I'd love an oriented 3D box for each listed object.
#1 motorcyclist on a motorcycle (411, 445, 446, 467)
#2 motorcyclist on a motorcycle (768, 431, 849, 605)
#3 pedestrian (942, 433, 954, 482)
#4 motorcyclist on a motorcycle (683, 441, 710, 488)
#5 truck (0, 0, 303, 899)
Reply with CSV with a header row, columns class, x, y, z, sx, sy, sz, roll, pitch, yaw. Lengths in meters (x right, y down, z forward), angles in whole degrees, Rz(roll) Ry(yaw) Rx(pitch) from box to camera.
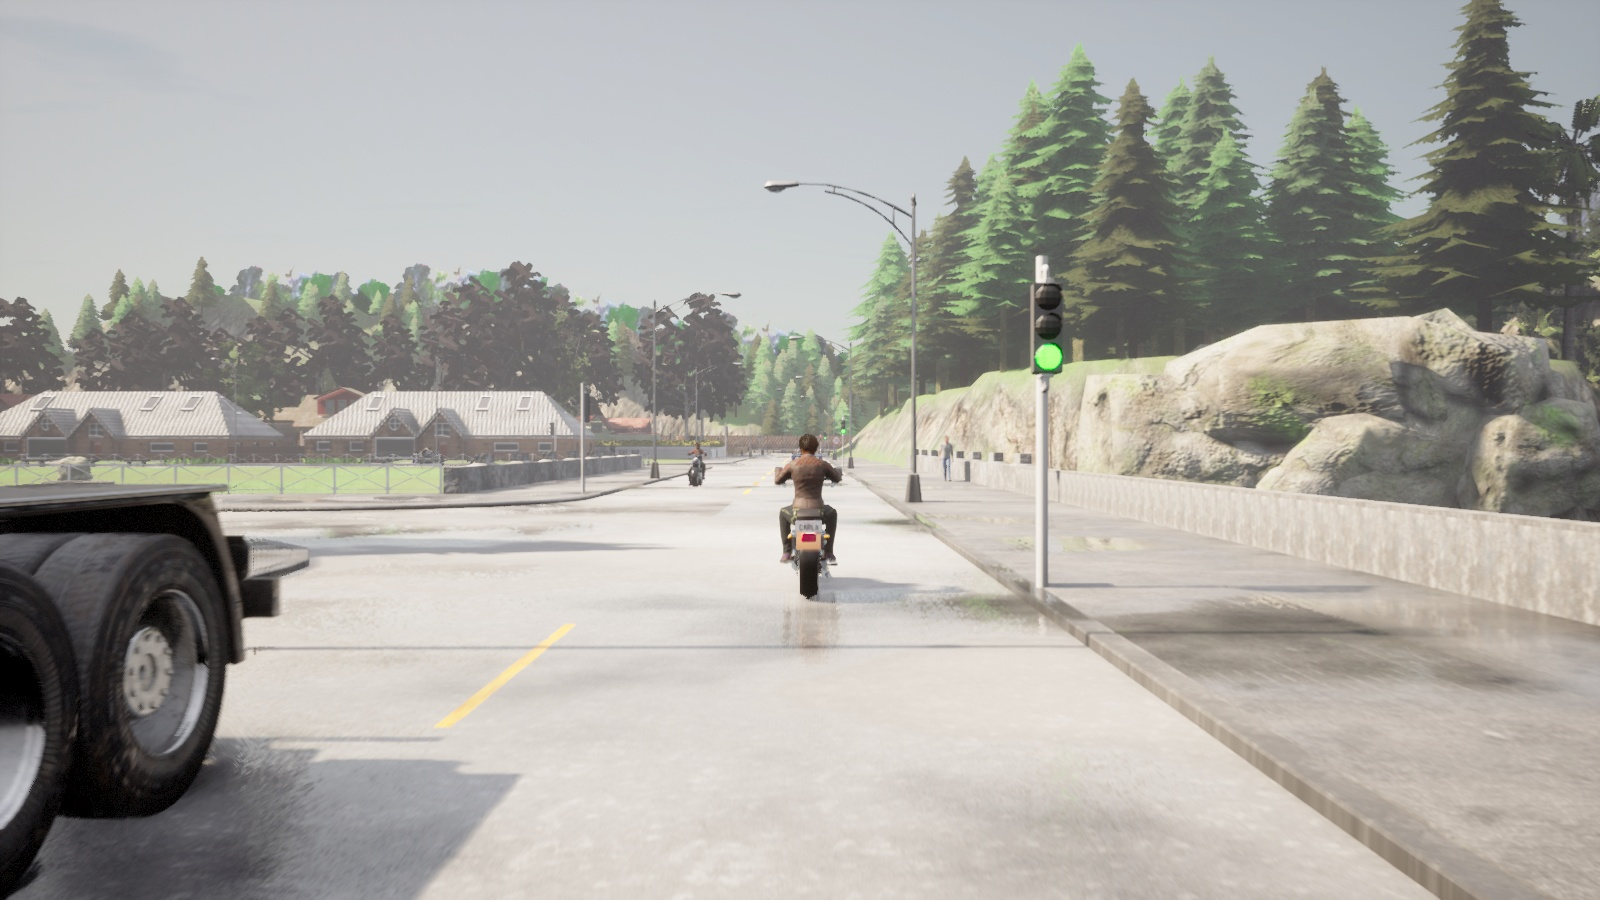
class,x,y,z,sx,sy,sz,roll,pitch,yaw
motorcyclist on a motorcycle,-26.009,0.410,87.904,2.191,1.530,0.866,0,0,0
motorcyclist on a motorcycle,0.088,0.645,13.113,0.766,1.649,2.350,0,0,0
pedestrian,5.527,0.274,46.805,0.354,1.836,0.706,0,0,-1
motorcyclist on a motorcycle,-3.733,0.513,45.476,0.766,1.649,2.350,0,0,0
truck,-3.944,-0.248,2.307,2.891,3.462,7.936,0,0,0
